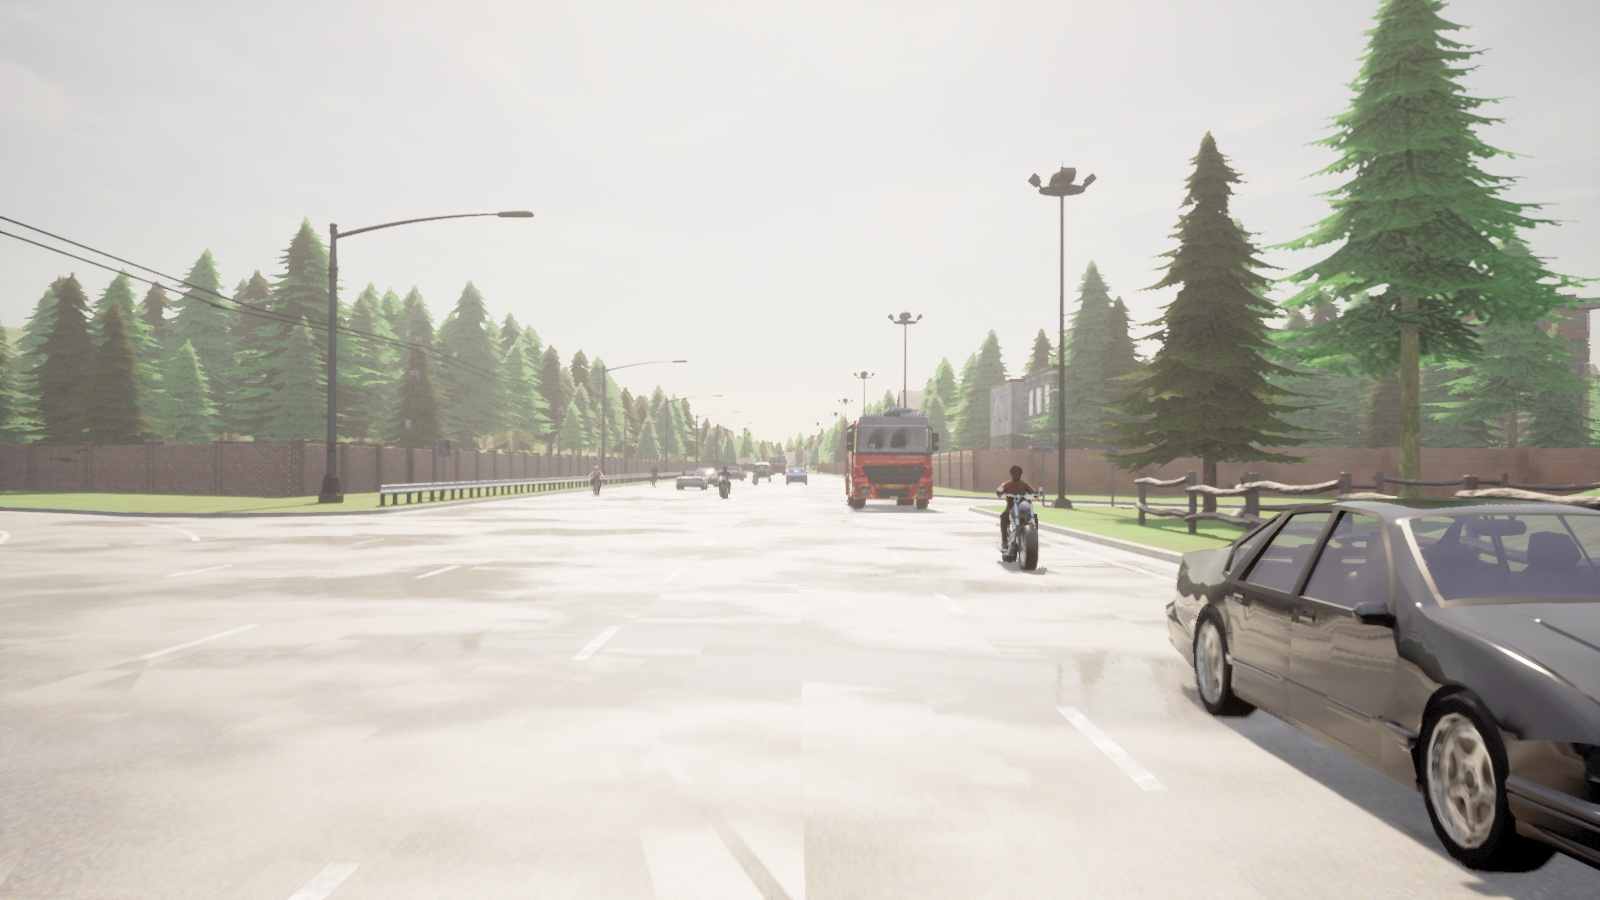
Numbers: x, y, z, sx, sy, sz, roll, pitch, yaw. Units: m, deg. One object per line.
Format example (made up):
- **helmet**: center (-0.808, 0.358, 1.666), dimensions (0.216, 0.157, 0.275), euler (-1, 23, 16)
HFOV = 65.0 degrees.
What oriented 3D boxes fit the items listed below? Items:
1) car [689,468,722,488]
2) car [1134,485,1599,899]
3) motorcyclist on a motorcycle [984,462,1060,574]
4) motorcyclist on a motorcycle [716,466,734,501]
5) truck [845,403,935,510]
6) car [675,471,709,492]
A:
- **car**: center (-7.230, 2.155, 96.815), dimensions (2.163, 1.488, 4.792), euler (0, -1, 0)
- **car**: center (3.484, 0.932, 6.567), dimensions (2.033, 1.411, 5.357), euler (0, -1, 0)
- **motorcyclist on a motorcycle**: center (3.453, 1.015, 19.754), dimensions (0.766, 1.649, 2.350), euler (0, -1, 0)
- **motorcyclist on a motorcycle**: center (-3.646, 1.607, 61.234), dimensions (0.766, 1.649, 2.350), euler (0, -1, 0)
- **truck**: center (3.377, 0.301, 49.260), dimensions (2.891, 3.827, 8.468), euler (0, -1, 0)
- **car**: center (-7.201, 2.085, 84.292), dimensions (1.895, 1.301, 4.718), euler (0, -1, 0)
